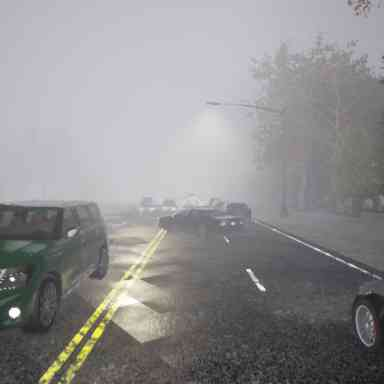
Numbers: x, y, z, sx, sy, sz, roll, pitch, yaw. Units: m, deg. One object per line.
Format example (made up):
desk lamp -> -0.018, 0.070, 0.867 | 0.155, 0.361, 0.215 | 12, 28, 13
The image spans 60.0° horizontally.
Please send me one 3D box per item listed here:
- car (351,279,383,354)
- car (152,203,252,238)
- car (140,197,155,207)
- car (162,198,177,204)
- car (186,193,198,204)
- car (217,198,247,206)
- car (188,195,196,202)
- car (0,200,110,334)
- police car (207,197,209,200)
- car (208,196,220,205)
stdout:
car -> 3.257, 1.498, 2.979 | 1.812, 1.442, 4.674 | 1, 1, 0
car -> 0.332, 1.544, 17.743 | 2.033, 1.411, 5.357 | 0, 0, -40
car -> -6.604, 1.501, 49.717 | 1.837, 1.490, 4.892 | 0, 0, 0
car -> -3.353, 1.558, 49.829 | 1.994, 1.385, 4.181 | 0, 0, 0
car -> 0.017, 1.180, 64.885 | 2.150, 2.045, 5.566 | -3, 1, 0
car -> 3.228, 1.455, 24.987 | 1.882, 1.535, 5.008 | -1, 0, 0
car -> -0.021, 1.440, 79.323 | 1.882, 1.535, 5.008 | 0, 0, 0
car -> -3.352, 1.220, 7.100 | 2.150, 2.045, 5.566 | 0, 0, 0
police car -> 3.249, 1.391, 47.106 | 1.930, 1.638, 5.238 | 1, -1, 0
car -> 3.241, 1.457, 35.995 | 2.128, 1.511, 4.902 | 1, -1, 0
